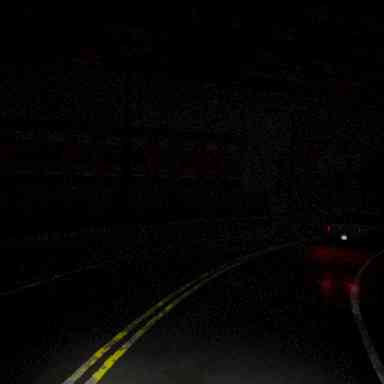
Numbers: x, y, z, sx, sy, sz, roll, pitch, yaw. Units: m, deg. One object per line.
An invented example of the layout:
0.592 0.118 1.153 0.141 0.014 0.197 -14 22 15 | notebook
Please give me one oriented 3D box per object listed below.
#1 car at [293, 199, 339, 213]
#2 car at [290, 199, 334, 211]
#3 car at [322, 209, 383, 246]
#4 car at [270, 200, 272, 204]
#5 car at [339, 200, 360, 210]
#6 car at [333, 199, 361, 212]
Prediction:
14.332 1.630 39.638 4.974 1.542 2.038 1 0 41 | car
14.294 1.472 39.671 4.536 1.218 1.853 1 0 41 | car
8.233 1.703 15.937 4.718 1.301 1.895 1 0 -43 | car
11.583 1.596 59.552 4.974 1.542 2.038 1 0 36 | car
17.939 1.675 38.685 2.038 1.542 4.974 1 0 11 | car
17.951 1.517 38.737 1.853 1.218 4.536 1 0 11 | car
